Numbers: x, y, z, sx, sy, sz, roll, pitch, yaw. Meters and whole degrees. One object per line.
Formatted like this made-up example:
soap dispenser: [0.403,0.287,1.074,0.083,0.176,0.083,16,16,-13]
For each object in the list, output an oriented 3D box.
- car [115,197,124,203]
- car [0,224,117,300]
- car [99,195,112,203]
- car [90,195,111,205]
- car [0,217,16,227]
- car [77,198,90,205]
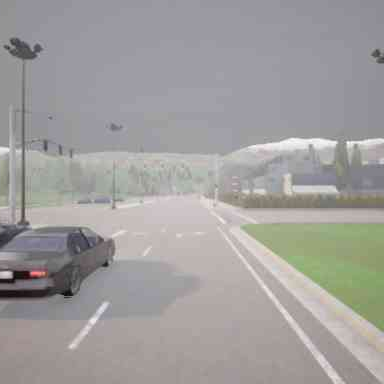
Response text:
car: [-18.469,2.009,84.037,1.895,1.301,4.718,0,0,0]
car: [-3.438,1.591,8.655,2.033,1.411,5.357,0,0,0]
car: [-21.967,1.770,84.257,2.097,1.767,4.553,0,0,0]
car: [-18.523,1.562,68.376,2.150,2.045,5.566,0,0,0]
car: [-6.929,1.547,11.031,2.128,1.511,4.902,0,0,0]
car: [-22.023,1.878,68.526,2.033,1.411,5.357,0,0,0]
